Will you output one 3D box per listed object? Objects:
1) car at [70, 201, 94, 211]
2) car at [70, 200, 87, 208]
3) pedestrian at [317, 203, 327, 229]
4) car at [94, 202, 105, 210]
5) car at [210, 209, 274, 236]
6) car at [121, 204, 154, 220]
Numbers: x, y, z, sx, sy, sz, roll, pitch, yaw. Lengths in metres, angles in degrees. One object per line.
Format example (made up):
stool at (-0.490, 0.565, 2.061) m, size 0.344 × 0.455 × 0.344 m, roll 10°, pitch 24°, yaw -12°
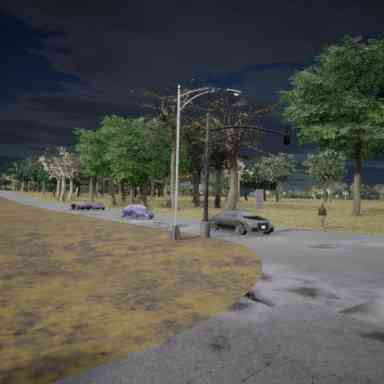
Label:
car at (-16.425, 2.002, 48.784) m, size 1.882 × 1.535 × 5.008 m, roll 3°, pitch -2°, yaw -33°
car at (-21.383, 2.308, 62.776) m, size 1.994 × 1.385 × 4.181 m, roll 3°, pitch -2°, yaw -34°
pedestrian at (9.301, 1.716, 23.824) m, size 0.375 × 1.860 × 0.375 m, roll 1°, pitch -1°, yaw -34°
car at (-15.824, 2.254, 54.466) m, size 1.994 × 1.385 × 4.181 m, roll 3°, pitch -2°, yaw -35°
car at (2.805, 1.718, 19.388) m, size 1.994 × 1.385 × 4.181 m, roll 2°, pitch -2°, yaw -30°
car at (-5.357, 1.884, 32.090) m, size 1.812 × 1.442 × 4.674 m, roll 3°, pitch -2°, yaw -34°
